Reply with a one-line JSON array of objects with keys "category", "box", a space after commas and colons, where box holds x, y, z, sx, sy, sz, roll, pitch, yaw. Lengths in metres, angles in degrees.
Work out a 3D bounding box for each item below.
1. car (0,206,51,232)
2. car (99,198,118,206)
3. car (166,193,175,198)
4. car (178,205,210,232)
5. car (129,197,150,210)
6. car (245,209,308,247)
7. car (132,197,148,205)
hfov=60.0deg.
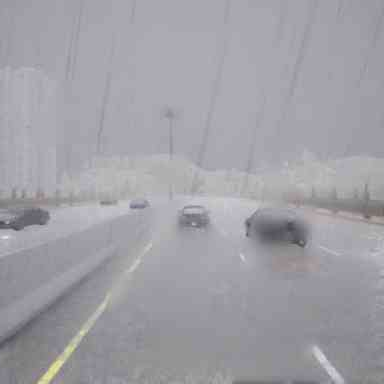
[{"category": "car", "box": [-10.572, 1.547, 20.456, 2.033, 1.411, 5.357, 0, 0, 0]}, {"category": "car", "box": [-13.258, 1.600, 53.134, 1.895, 1.301, 4.718, 0, 0, 2]}, {"category": "car", "box": [-5.342, 0.972, 82.686, 2.097, 1.767, 4.553, 0, 0, 2]}, {"category": "car", "box": [0.123, 1.526, 19.987, 1.812, 1.442, 4.674, 0, 0, 0]}, {"category": "car", "box": [-6.603, 1.477, 42.213, 1.882, 1.535, 5.008, 0, 0, 2]}, {"category": "car", "box": [3.605, 1.478, 14.969, 1.882, 1.535, 5.008, 0, 0, 0]}, {"category": "car", "box": [-9.499, 1.600, 60.903, 1.895, 1.301, 4.718, 0, 0, 2]}]
